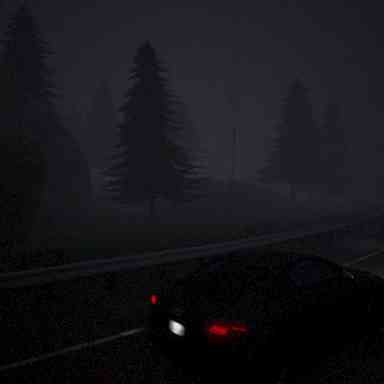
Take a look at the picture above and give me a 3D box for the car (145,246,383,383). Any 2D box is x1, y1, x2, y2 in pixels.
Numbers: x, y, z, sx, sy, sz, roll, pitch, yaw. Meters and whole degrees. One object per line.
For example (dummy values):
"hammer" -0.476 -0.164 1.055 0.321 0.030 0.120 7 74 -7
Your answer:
"car" 1.383 1.571 5.177 4.181 1.385 1.994 0 0 -39
